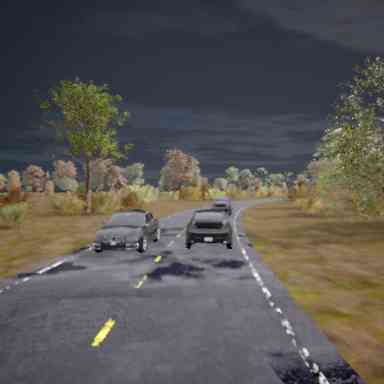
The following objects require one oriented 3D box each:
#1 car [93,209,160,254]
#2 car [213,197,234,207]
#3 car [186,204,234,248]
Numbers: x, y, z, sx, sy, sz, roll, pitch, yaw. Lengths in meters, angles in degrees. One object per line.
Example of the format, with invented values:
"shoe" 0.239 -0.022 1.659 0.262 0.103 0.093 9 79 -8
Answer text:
"car" -2.499 1.512 13.710 1.837 1.490 4.892 0 0 4
"car" 3.018 1.511 32.732 1.837 1.490 4.892 0 0 10
"car" 0.790 1.518 14.824 1.837 1.490 4.892 0 0 4
